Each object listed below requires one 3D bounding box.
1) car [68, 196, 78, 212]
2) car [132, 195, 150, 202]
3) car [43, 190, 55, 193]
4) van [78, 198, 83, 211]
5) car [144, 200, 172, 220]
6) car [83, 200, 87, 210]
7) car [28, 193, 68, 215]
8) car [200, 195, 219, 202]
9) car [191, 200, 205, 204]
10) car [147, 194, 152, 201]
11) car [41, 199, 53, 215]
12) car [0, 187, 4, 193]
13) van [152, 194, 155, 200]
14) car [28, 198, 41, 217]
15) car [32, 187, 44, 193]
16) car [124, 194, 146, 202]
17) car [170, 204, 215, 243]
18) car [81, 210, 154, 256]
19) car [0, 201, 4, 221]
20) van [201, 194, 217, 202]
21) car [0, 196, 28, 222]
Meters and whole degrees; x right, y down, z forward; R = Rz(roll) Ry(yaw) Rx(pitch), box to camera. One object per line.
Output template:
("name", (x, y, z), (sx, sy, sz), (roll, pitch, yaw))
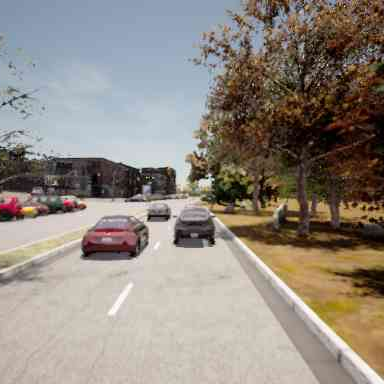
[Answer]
("car", (-16.715, 1.482, 39.217), (5.566, 2.045, 2.435), (-1, -1, -20))
("car", (-13.704, 1.734, 88.981), (4.553, 1.767, 2.185), (-1, -1, -14))
("car", (-31.162, 0.578, 73.912), (2.002, 1.452, 4.674), (6, -3, -19))
("van", (-16.599, 1.531, 42.253), (4.442, 1.987, 1.878), (-1, -1, -19))
("car", (-2.886, 1.713, 29.890), (2.033, 1.411, 5.357), (0, 0, 0))
("car", (-16.624, 1.657, 45.230), (4.553, 1.767, 2.185), (-1, 0, -19))
("car", (-16.788, 1.457, 36.181), (5.566, 2.045, 2.435), (-1, 0, -20))
("car", (4.669, 1.677, 88.602), (4.553, 1.767, 2.185), (1, -1, -14))
("car", (0.129, 1.794, 33.366), (1.895, 1.301, 4.718), (0, 0, 0))
("car", (-13.797, 1.834, 86.028), (5.366, 1.575, 1.946), (-1, -1, -15))
("car", (-16.767, 1.724, 33.182), (4.674, 1.452, 2.002), (-1, 0, -20))
("car", (-43.195, -0.550, 74.030), (2.231, 1.521, 4.892), (6, -3, -19))
("van", (-13.239, 1.651, 92.022), (4.442, 1.987, 1.878), (-1, -1, -14))
("car", (-16.957, 1.658, 30.116), (5.366, 1.575, 1.946), (-1, 0, -20))
("car", (-34.157, 0.016, 73.976), (2.435, 2.045, 5.566), (6, -3, -19))
("car", (-14.442, 1.858, 83.036), (4.792, 1.488, 2.163), (-1, 0, -15))
("car", (0.103, 1.571, 16.425), (1.837, 1.490, 4.892), (0, 0, 0))
("car", (-2.897, 1.611, 13.337), (1.994, 1.385, 4.181), (0, 0, 0))
("car", (-16.818, 1.641, 24.162), (4.792, 1.488, 2.163), (-1, 0, -20))
("van", (4.285, 1.558, 85.633), (4.442, 1.987, 1.878), (1, 0, -14))
("car", (-16.818, 1.384, 27.168), (5.566, 2.045, 2.435), (-1, 0, -20))
